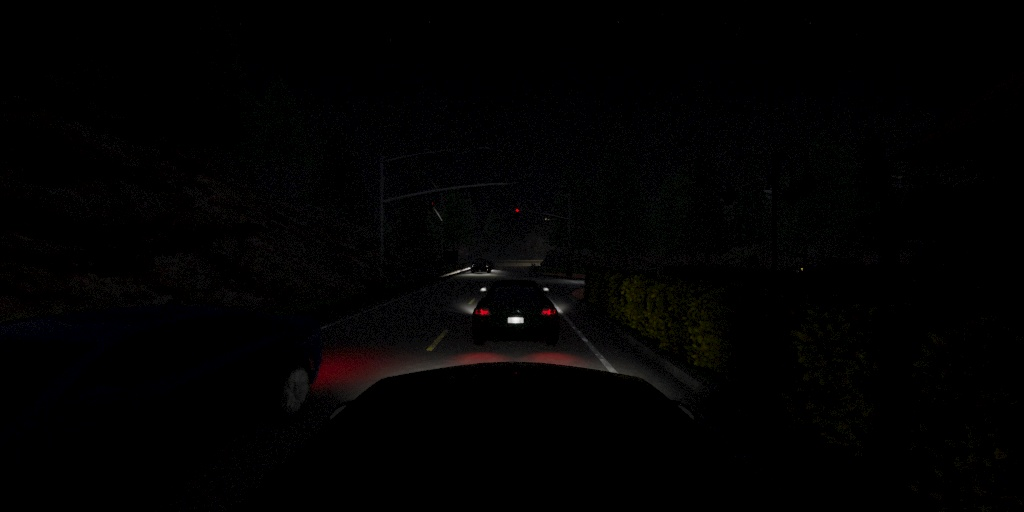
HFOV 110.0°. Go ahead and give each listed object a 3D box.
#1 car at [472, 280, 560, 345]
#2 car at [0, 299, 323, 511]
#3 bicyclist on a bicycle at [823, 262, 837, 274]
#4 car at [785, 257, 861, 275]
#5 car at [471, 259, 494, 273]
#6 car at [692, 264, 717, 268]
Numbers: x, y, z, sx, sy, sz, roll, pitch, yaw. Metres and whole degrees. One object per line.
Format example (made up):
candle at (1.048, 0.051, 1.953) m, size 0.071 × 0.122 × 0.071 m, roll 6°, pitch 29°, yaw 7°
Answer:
car at (0.075, 1.314, 9.511) m, size 1.994 × 1.385 × 4.181 m, roll 0°, pitch 0°, yaw 0°
car at (-3.601, 1.227, 2.990) m, size 1.882 × 1.535 × 5.008 m, roll 0°, pitch 0°, yaw 0°
bicyclist on a bicycle at (19.815, 1.213, 22.127) m, size 0.582 × 1.620 × 1.656 m, roll 0°, pitch 0°, yaw 0°
car at (25.554, 1.133, 29.551) m, size 5.566 × 2.045 × 2.150 m, roll 0°, pitch 0°, yaw 1°
car at (-3.624, 1.102, 42.791) m, size 2.097 × 1.767 × 4.553 m, roll 0°, pitch 0°, yaw 0°
car at (15.485, 1.404, 29.596) m, size 4.902 × 1.511 × 2.128 m, roll 0°, pitch 0°, yaw 0°
